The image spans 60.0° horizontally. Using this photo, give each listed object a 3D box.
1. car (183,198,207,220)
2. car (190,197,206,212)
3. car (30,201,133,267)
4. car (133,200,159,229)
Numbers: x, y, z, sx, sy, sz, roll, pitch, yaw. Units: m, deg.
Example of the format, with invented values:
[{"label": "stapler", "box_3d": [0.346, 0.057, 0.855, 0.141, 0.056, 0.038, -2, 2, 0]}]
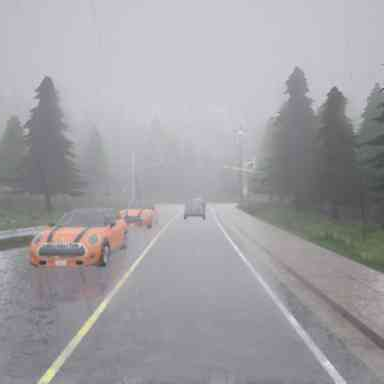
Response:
[{"label": "car", "box_3d": [0.266, 1.520, 28.100, 2.033, 1.411, 5.357, 0, 0, 2]}, {"label": "car", "box_3d": [0.757, 1.468, 40.288, 1.837, 1.490, 4.892, 0, 1, 3]}, {"label": "car", "box_3d": [-3.564, 1.341, 11.313, 2.097, 1.767, 4.553, 0, 0, 0]}, {"label": "car", "box_3d": [-3.414, 1.331, 21.563, 2.097, 1.767, 4.553, 0, 0, 1]}]
